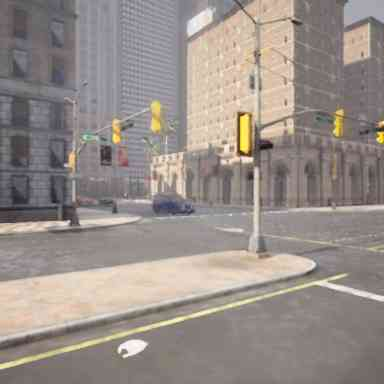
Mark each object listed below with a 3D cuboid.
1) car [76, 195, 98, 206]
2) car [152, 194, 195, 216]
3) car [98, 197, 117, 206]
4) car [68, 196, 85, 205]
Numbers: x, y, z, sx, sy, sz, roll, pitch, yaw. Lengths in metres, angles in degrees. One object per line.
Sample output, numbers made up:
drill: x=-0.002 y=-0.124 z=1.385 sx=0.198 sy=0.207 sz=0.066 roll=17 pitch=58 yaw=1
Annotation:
car: x=-18.044 y=1.353 z=55.814 sx=2.097 sy=1.767 sz=4.553 roll=0 pitch=0 yaw=-35
car: x=-1.970 y=1.320 z=33.504 sx=2.150 sy=2.045 sz=5.566 roll=0 pitch=2 yaw=-36
car: x=-14.648 y=1.549 z=57.077 sx=2.033 sy=1.411 sz=5.357 roll=0 pitch=0 yaw=-35
car: x=-20.831 y=1.519 z=59.890 sx=1.812 sy=1.442 sz=4.674 roll=0 pitch=0 yaw=-35
